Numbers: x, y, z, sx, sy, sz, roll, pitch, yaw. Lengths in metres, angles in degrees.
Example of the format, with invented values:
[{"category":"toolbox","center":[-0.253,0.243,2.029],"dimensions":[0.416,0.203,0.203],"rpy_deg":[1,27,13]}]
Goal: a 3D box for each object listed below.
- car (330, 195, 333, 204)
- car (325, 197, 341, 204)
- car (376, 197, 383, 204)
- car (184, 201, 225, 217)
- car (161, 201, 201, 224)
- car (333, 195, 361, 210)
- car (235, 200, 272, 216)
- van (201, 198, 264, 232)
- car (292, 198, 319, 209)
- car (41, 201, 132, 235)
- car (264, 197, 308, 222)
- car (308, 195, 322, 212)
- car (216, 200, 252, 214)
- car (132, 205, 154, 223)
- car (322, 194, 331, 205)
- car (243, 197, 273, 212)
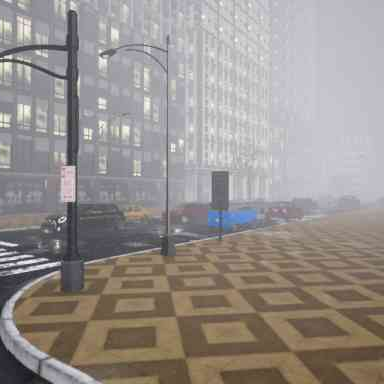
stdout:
[{"category":"car","center":[23.946,1.552,52.319],"dimensions":[2.128,1.511,4.902],"rpy_deg":[0,0,37]},{"category":"car","center":[28.406,1.625,67.008],"dimensions":[2.008,1.369,4.403],"rpy_deg":[0,0,38]},{"category":"car","center":[38.043,1.658,66.615],"dimensions":[1.947,1.339,4.313],"rpy_deg":[0,0,38]},{"category":"car","center":[1.277,1.604,31.721],"dimensions":[1.802,1.307,4.206],"rpy_deg":[0,0,38]},{"category":"car","center":[-0.283,1.499,25.638],"dimensions":[1.882,1.535,5.008],"rpy_deg":[0,0,37]},{"category":"car","center":[21.088,1.369,44.561],"dimensions":[2.192,1.841,5.009],"rpy_deg":[0,0,38]},{"category":"car","center":[6.434,1.555,34.369],"dimensions":[1.812,1.442,4.674],"rpy_deg":[0,0,38]},{"category":"van","center":[2.565,1.368,20.286],"dimensions":[1.690,1.788,3.998],"rpy_deg":[0,0,38]},{"category":"car","center":[15.941,1.592,46.589],"dimensions":[2.033,1.411,5.357],"rpy_deg":[0,0,38]},{"category":"car","center":[-5.877,1.367,18.369],"dimensions":[2.097,1.767,4.553],"rpy_deg":[0,0,38]},{"category":"car","center":[7.524,1.472,26.918],"dimensions":[1.967,1.590,4.097],"rpy_deg":[0,0,38]},{"category":"car","center":[12.719,1.391,37.719],"dimensions":[2.097,1.767,4.553],"rpy_deg":[0,0,38]},{"category":"car","center":[4.668,1.571,36.132],"dimensions":[1.887,1.381,4.507],"rpy_deg":[0,0,38]},{"category":"car","center":[-4.827,1.540,23.995],"dimensions":[1.752,1.417,4.829],"rpy_deg":[0,0,38]},{"category":"car","center":[25.015,1.381,62.598],"dimensions":[2.192,1.841,5.009],"rpy_deg":[0,0,38]},{"category":"car","center":[8.059,1.471,40.543],"dimensions":[1.967,1.590,4.097],"rpy_deg":[0,0,38]}]
